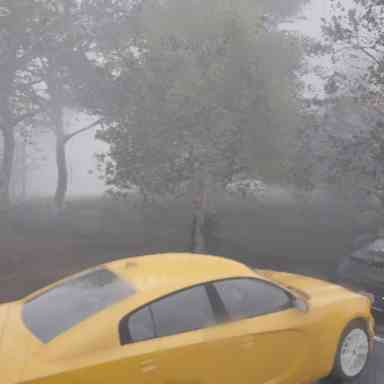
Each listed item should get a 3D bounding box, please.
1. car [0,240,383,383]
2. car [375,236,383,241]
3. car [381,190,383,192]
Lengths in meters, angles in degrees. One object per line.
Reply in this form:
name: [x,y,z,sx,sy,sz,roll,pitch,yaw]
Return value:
car: [0.076,1.483,3.864,5.008,1.535,2.097,0,0,-32]
car: [5.143,1.507,6.561,4.892,1.521,2.231,1,0,-24]
car: [32.846,-0.038,53.726,2.033,1.411,5.357,2,3,-3]
